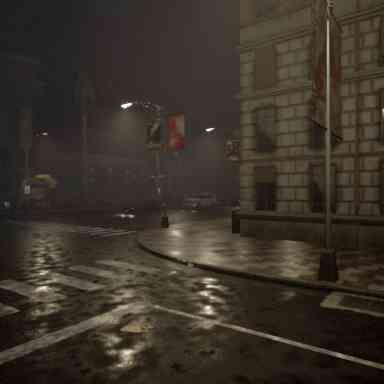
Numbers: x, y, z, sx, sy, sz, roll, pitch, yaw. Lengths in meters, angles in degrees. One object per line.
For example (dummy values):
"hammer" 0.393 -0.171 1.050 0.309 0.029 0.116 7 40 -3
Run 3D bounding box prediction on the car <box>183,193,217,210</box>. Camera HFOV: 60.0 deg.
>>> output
"car" 1.100 1.222 43.866 2.150 2.045 5.566 0 0 37

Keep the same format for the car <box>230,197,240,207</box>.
"car" 7.924 1.478 51.635 5.008 1.535 1.882 0 0 -43

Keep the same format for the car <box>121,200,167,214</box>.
"car" -5.014 1.547 35.613 2.033 1.411 5.357 0 0 36
